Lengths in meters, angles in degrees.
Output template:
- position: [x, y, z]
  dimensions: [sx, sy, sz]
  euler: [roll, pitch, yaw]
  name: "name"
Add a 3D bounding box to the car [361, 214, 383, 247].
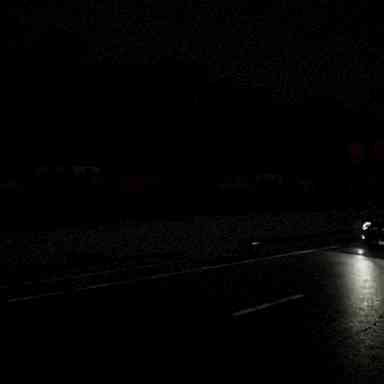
- position: [9.130, 1.371, 14.070]
  dimensions: [4.553, 1.767, 2.097]
  euler: [0, 0, -35]
  name: "car"
